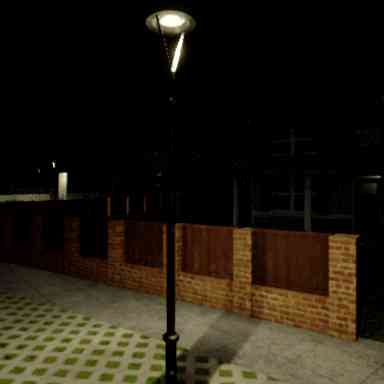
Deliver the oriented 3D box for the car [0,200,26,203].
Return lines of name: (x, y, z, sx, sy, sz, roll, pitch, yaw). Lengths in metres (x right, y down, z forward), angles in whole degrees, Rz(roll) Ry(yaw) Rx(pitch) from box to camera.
car: (-12.299, 1.275, 22.879, 2.033, 1.411, 5.357, 1, 2, 39)
